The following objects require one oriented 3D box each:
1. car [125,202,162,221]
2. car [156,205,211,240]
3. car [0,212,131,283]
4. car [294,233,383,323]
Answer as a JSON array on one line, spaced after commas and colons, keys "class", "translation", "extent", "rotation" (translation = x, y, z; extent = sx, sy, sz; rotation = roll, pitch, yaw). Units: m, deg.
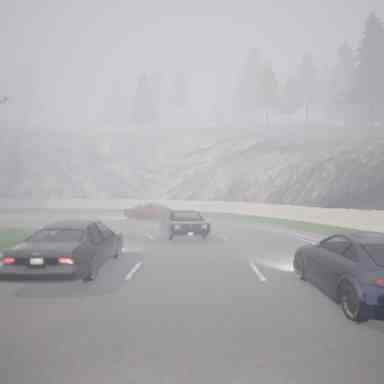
[{"class": "car", "translation": [-3.526, 1.525, 26.748], "extent": [4.181, 1.385, 1.994], "rotation": [0, 0, 38]}, {"class": "car", "translation": [-0.518, 1.582, 17.040], "extent": [1.895, 1.301, 4.718], "rotation": [0, 0, -12]}, {"class": "car", "translation": [-3.336, 1.525, 9.604], "extent": [2.033, 1.411, 5.357], "rotation": [0, 0, 0]}, {"class": "car", "translation": [3.689, 1.570, 7.205], "extent": [1.994, 1.385, 4.181], "rotation": [0, 0, 0]}]
